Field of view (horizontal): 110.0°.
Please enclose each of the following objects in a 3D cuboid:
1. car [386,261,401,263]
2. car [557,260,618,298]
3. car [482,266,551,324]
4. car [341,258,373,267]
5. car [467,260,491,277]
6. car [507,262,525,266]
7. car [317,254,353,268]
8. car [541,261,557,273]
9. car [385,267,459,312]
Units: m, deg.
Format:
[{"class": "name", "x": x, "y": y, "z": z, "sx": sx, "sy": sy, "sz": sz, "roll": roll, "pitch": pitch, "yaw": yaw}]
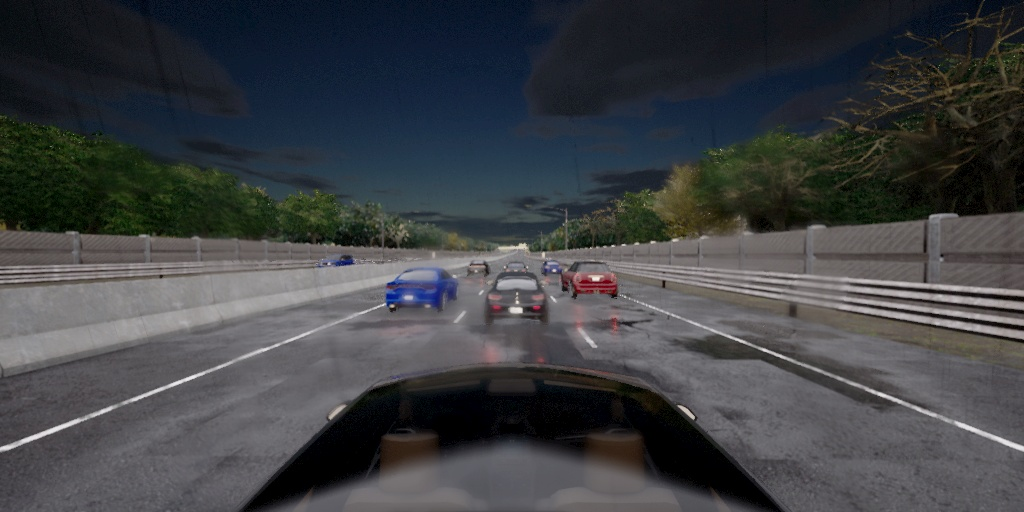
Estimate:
[{"class": "car", "x": -13.756, "y": 1.217, "z": 41.156, "sx": 1.895, "sy": 1.301, "sz": 4.718, "roll": 0, "pitch": 0, "yaw": 1}, {"class": "car", "x": 3.730, "y": 1.044, "z": 17.960, "sx": 2.097, "sy": 1.767, "sz": 4.553, "roll": 0, "pitch": 0, "yaw": 1}, {"class": "car", "x": 0.157, "y": 1.239, "z": 11.635, "sx": 1.812, "sy": 1.442, "sz": 4.674, "roll": 0, "pitch": 0, "yaw": 1}, {"class": "car", "x": -17.256, "y": 1.216, "z": 41.175, "sx": 1.895, "sy": 1.301, "sz": 4.718, "roll": 0, "pitch": 0, "yaw": 1}, {"class": "car", "x": -3.127, "y": 1.129, "z": 34.256, "sx": 2.128, "sy": 1.511, "sz": 4.902, "roll": 0, "pitch": 0, "yaw": 1}, {"class": "car", "x": 0.327, "y": 1.200, "z": 29.659, "sx": 2.033, "sy": 1.411, "sz": 5.357, "roll": 0, "pitch": 0, "yaw": 1}, {"class": "car", "x": -20.740, "y": 0.832, "z": 42.521, "sx": 2.150, "sy": 2.045, "sz": 5.566, "roll": 0, "pitch": 0, "yaw": 1}, {"class": "car", "x": 3.881, "y": 1.162, "z": 34.971, "sx": 1.812, "sy": 1.442, "sz": 4.674, "roll": 0, "pitch": 0, "yaw": 1}, {"class": "car", "x": -3.320, "y": 1.182, "z": 14.092, "sx": 1.882, "sy": 1.535, "sz": 5.008, "roll": 0, "pitch": 0, "yaw": 1}]
